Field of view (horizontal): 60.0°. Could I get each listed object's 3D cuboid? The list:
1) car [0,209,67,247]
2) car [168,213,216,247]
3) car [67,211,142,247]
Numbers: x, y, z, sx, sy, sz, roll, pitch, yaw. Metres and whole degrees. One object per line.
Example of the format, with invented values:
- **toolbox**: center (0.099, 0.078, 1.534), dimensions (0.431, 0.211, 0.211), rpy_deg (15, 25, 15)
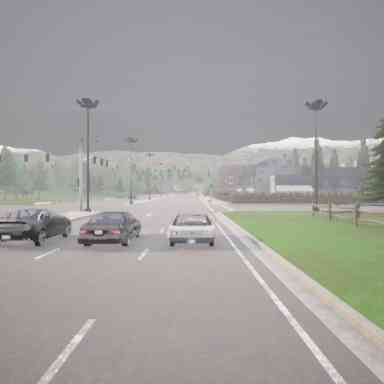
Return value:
- **car**: center (-7.002, 1.493, 14.981), dimensions (2.128, 1.511, 4.902), rpy_deg (0, 0, 0)
- **car**: center (-0.002, 1.614, 15.012), dimensions (1.895, 1.301, 4.718), rpy_deg (0, 0, 0)
- **car**: center (-3.502, 1.561, 14.982), dimensions (2.033, 1.411, 5.357), rpy_deg (0, 0, 0)
